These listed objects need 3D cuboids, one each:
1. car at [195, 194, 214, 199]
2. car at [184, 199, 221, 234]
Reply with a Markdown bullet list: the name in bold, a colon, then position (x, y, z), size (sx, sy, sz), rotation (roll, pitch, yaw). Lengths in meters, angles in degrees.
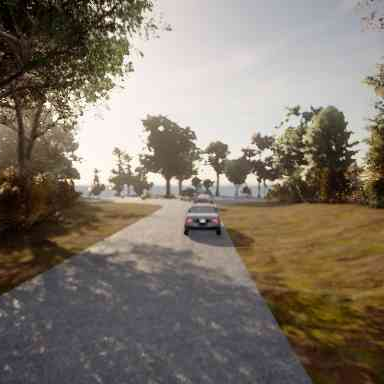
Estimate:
- **car**: position (1.318, 0.963, 35.235), size (1.812, 1.442, 4.674), rotation (0, 1, 5)
- **car**: position (0.530, 1.312, 17.514), size (2.033, 1.411, 5.357), rotation (0, 1, 1)
